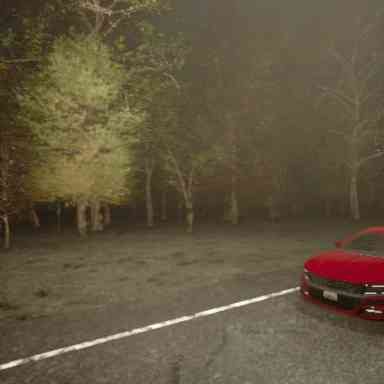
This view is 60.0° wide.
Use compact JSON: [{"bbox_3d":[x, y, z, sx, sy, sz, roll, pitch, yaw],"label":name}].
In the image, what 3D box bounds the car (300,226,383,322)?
[{"bbox_3d":[4.390,1.493,7.113,5.008,1.535,1.882,0,0,-35],"label":"car"}]
